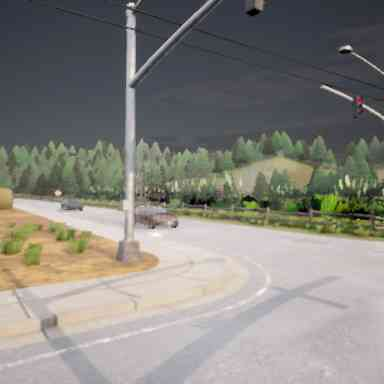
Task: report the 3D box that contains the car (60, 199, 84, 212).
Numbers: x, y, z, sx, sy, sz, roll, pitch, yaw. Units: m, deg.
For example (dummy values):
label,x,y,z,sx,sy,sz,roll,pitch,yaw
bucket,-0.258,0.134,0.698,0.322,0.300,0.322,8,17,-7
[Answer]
label,x,y,z,sx,sy,sz,roll,pitch,yaw
car,-14.371,1.578,39.754,1.837,1.490,4.892,1,0,-33

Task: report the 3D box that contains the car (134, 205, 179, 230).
label,x,y,z,sx,sy,sz,roll,pitch,yaw
car,-2.638,1.600,22.078,1.812,1.442,4.674,1,0,-34
